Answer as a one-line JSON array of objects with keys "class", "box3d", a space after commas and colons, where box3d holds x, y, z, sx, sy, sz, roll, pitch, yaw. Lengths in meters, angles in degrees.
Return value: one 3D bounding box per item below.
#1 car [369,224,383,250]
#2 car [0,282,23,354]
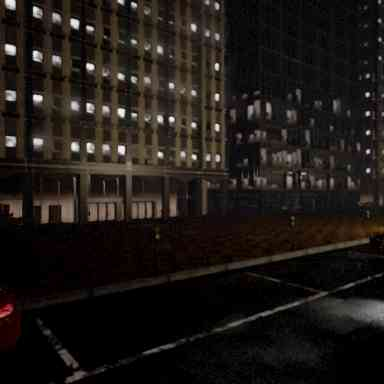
[{"class": "car", "box3d": [8.927, 1.539, 13.448, 4.829, 1.417, 1.752, 0, 0, -37]}, {"class": "car", "box3d": [-4.145, 1.618, 3.499, 4.206, 1.307, 1.802, 0, 0, -37]}]
